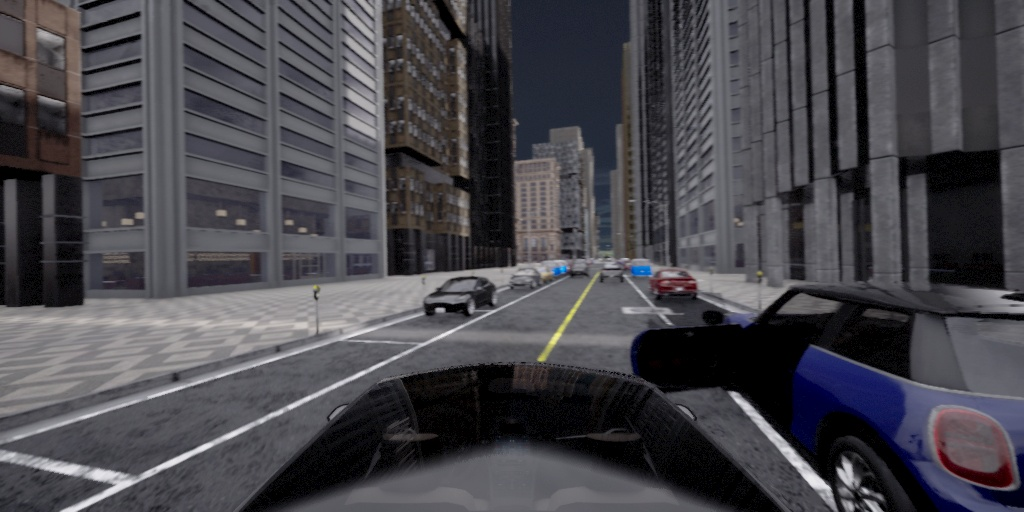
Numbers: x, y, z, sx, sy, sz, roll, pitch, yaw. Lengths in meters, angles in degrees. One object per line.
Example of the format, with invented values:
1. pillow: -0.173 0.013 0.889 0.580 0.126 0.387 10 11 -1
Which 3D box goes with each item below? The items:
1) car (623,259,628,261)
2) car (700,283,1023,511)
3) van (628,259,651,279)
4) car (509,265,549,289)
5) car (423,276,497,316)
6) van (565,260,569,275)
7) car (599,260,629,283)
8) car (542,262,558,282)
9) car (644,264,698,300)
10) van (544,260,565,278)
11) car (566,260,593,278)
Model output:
1. car: 16.574 1.497 50.299 1.802 1.307 4.207 0 0 15
2. car: 3.666 1.042 3.644 2.097 1.767 4.553 -1 -1 15
3. van: 12.195 1.174 33.954 1.690 1.789 3.998 0 0 15
4. car: 1.042 1.536 25.257 2.007 1.370 4.403 0 0 15
5. car: -1.877 1.497 14.360 1.948 1.339 4.313 0 0 15
6. van: 5.421 1.409 41.602 1.690 1.789 3.998 0 0 15
7. car: 8.298 1.367 29.893 2.128 1.511 4.902 -1 -1 15
8. car: 2.458 1.538 30.541 1.751 1.417 4.829 0 0 15
9. car: 7.816 1.296 17.608 1.888 1.381 4.507 0 0 15
10. van: 3.961 1.381 36.154 1.690 1.789 3.998 0 0 15
11. car: 7.185 1.493 37.774 1.837 1.490 4.892 -1 -1 15
